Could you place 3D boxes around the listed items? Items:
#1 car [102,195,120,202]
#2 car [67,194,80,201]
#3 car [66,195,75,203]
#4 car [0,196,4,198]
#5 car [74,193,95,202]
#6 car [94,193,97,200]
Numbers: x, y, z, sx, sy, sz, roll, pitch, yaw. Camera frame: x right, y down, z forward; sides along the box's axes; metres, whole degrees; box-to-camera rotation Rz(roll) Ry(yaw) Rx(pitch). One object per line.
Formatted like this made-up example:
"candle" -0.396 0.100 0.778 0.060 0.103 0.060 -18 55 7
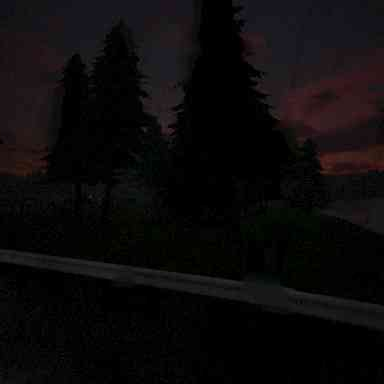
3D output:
"car" -18.713 1.556 76.982 1.837 1.490 4.892 0 0 -3
"car" -29.566 1.424 83.206 2.097 1.767 4.553 0 0 -7
"car" -25.751 1.655 72.483 1.895 1.301 4.718 0 0 1
"car" -25.196 1.548 39.262 1.837 1.490 4.892 0 0 15
"car" -22.399 1.580 69.626 1.812 1.442 4.674 0 0 1
"car" -26.750 1.294 88.595 2.150 2.045 5.566 0 0 -10
